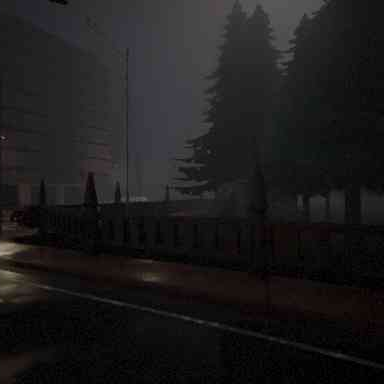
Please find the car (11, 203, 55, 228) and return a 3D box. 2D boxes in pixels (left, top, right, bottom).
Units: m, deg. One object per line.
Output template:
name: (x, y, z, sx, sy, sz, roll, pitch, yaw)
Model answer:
car: (-9.988, 1.514, 22.974, 1.812, 1.442, 4.674, 0, 0, 29)
